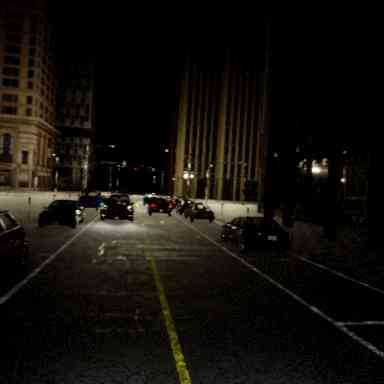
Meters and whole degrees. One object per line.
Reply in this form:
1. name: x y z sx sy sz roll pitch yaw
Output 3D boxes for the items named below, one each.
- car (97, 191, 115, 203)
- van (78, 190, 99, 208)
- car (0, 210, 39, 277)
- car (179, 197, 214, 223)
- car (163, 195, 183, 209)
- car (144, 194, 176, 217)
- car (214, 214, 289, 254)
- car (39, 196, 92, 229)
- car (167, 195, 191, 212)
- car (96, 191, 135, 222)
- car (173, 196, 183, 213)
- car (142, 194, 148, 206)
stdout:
1. car: -11.810 0.662 45.705 2.008 1.369 4.403 3 0 -10
2. van: -8.831 0.704 29.046 1.690 1.788 3.998 3 0 -10
3. car: -4.878 1.129 6.834 1.967 1.590 4.097 3 0 -10
4. car: 0.497 1.447 25.162 1.752 1.417 4.829 3 0 -10
5. car: -2.443 1.225 41.654 2.008 1.369 4.403 3 0 -10
6. car: -2.828 1.239 28.560 1.812 1.442 4.674 3 0 -10
7. car: 2.504 1.653 13.890 1.947 1.339 4.313 3 0 -10
8. car: -6.864 1.093 17.941 1.947 1.339 4.313 3 0 -10
9. car: -1.447 1.198 36.101 1.967 1.590 4.097 3 0 -10
10. car: -4.960 0.968 22.550 2.097 1.767 4.553 3 0 -10
11. car: -0.464 1.392 30.548 2.008 1.369 4.403 3 0 -10
12. car: -5.399 0.988 42.929 2.128 1.511 4.902 3 0 -10
